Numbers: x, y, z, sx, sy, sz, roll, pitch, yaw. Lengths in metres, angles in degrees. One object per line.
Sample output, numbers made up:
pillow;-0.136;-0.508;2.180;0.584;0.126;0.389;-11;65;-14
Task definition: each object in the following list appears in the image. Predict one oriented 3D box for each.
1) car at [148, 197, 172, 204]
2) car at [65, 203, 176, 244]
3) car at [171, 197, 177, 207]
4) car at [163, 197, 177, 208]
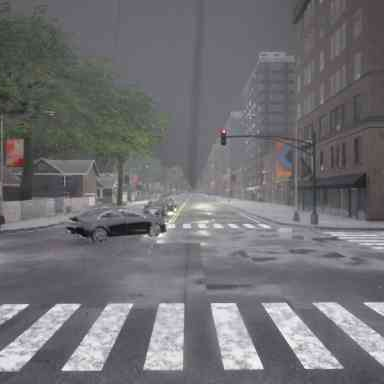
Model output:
car;-3.263;1.501;30.175;2.128;1.511;4.902;0;0;0
car;-3.518;1.508;16.075;4.902;1.511;2.128;0;0;-40
car;-3.233;1.368;39.910;2.097;1.767;4.553;0;0;0
car;-3.200;1.549;49.867;1.812;1.442;4.674;0;0;0
